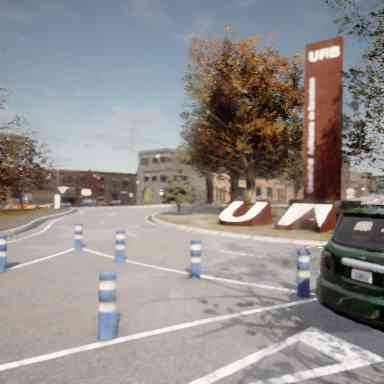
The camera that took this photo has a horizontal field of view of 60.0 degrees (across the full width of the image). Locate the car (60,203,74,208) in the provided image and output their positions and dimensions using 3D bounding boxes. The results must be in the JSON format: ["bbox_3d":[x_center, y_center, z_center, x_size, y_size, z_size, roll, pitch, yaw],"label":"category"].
[{"bbox_3d":[-32.000,3.593,85.401,4.674,1.452,2.002,-4,-3,44],"label":"car"}]

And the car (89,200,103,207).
[{"bbox_3d":[-20.095,2.774,73.944,4.792,1.488,2.163,-4,-3,44],"label":"car"}]

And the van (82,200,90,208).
[{"bbox_3d":[-24.142,2.793,77.840,4.442,1.987,1.878,-4,-3,44],"label":"van"}]

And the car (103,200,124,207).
[{"bbox_3d":[-16.128,2.516,70.149,4.674,1.452,2.002,-4,-5,44],"label":"car"}]

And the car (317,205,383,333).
[{"bbox_3d":[4.739,1.262,5.804,5.566,2.045,2.150,0,0,-27],"label":"car"}]
